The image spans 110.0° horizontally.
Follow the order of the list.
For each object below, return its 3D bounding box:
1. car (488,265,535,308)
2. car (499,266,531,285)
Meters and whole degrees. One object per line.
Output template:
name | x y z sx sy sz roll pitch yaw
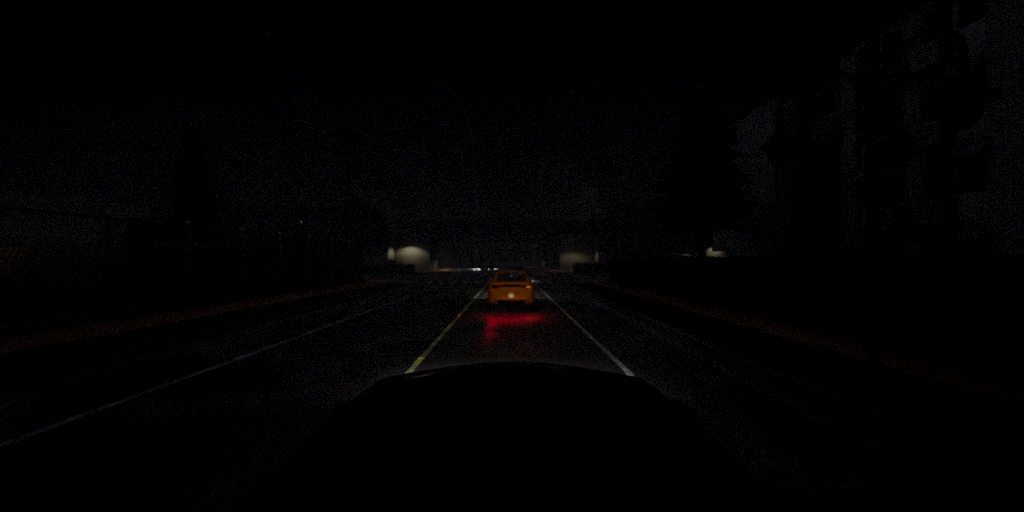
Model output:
car | -0.021 1.376 16.148 1.882 1.535 5.008 0 0 0
car | 0.361 1.615 30.376 1.994 1.385 4.181 0 -1 11
